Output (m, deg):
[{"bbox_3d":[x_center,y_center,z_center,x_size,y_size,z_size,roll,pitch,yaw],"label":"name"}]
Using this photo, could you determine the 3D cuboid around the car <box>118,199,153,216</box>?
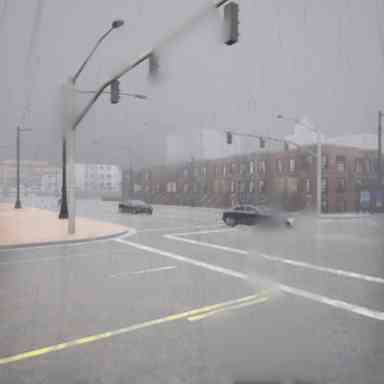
[{"bbox_3d":[-5.675,1.481,33.085,1.882,1.535,5.008,0,0,-36],"label":"car"}]

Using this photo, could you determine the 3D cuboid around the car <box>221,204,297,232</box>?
[{"bbox_3d":[3.962,1.497,20.285,2.128,1.511,4.902,0,0,-41],"label":"car"}]

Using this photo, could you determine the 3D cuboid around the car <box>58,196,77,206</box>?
[{"bbox_3d":[-19.819,1.355,52.879,2.097,1.767,4.553,0,0,-35],"label":"car"}]
